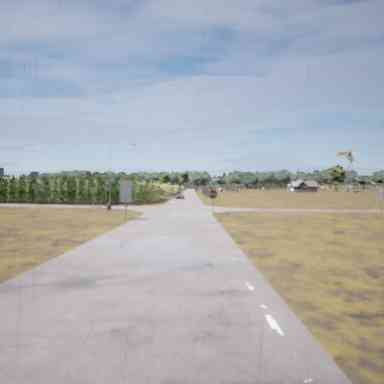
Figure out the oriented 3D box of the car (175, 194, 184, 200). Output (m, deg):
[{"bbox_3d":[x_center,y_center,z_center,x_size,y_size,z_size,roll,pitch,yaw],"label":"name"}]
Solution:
[{"bbox_3d":[-2.734,1.041,75.118,1.994,1.385,4.181,0,1,0],"label":"car"}]
